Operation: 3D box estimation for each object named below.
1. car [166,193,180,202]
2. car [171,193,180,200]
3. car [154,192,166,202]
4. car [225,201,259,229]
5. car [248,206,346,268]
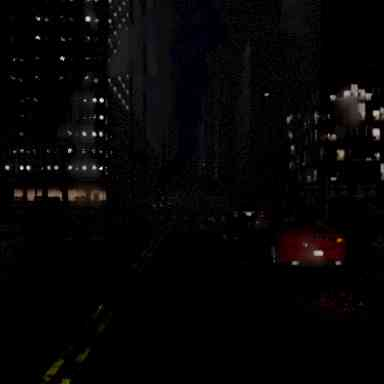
[{"bbox_3d":[-4.065,1.381,72.730,1.882,1.535,5.008,0,0,-1],"label":"car"},{"bbox_3d":[-4.331,1.216,88.346,2.097,1.767,4.553,0,0,-1],"label":"car"},{"bbox_3d":[-7.314,1.402,72.675,1.837,1.490,4.892,0,0,-1],"label":"car"},{"bbox_3d":[3.350,1.334,21.675,2.097,1.767,4.553,0,0,0],"label":"car"},{"bbox_3d":[3.352,1.470,11.290,1.882,1.535,5.008,0,0,0],"label":"car"}]
